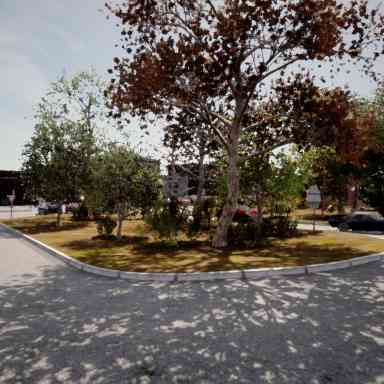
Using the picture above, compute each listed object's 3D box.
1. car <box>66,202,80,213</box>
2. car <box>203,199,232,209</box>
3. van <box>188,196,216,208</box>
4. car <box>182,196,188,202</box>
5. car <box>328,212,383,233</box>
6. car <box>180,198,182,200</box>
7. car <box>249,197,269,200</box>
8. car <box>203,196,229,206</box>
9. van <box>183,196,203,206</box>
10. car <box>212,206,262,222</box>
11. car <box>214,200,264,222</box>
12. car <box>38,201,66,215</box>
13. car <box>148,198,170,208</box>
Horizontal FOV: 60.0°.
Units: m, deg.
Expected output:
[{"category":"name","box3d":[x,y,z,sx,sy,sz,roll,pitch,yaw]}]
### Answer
[{"category":"car","box3d":[-14.968,2.069,42.849,2.002,1.452,4.674,-1,0,-36]},{"category":"car","box3d":[4.314,2.001,56.437,1.946,1.575,5.366,1,0,-36]},{"category":"van","box3d":[1.870,1.756,55.053,1.878,1.987,4.442,1,0,-36]},{"category":"car","box3d":[-2.307,1.884,66.977,2.185,1.767,4.553,1,0,-36]},{"category":"car","box3d":[11.247,1.947,20.858,1.895,1.301,4.718,3,-3,-42]},{"category":"car","box3d":[-4.803,1.983,65.449,1.946,1.575,5.366,1,0,-36]},{"category":"car","box3d":[10.996,1.861,61.501,2.435,2.045,5.566,1,-1,-36]},{"category":"car","box3d":[5.184,1.889,72.370,2.435,2.045,5.566,1,-1,-36]},{"category":"van","box3d":[0.210,1.820,68.680,1.878,1.987,4.442,1,-1,-36]},{"category":"car","box3d":[4.602,2.275,34.988,2.033,1.411,5.357,3,-2,-35]},{"category":"car","box3d":[4.319,1.895,29.917,2.097,1.767,4.553,3,-2,-35]},{"category":"car","box3d":[-17.518,1.931,40.962,2.185,1.767,4.553,-1,0,-35]},{"category":"car","box3d":[-5.123,1.983,56.034,4.892,1.490,1.837,0,0,-36]}]
